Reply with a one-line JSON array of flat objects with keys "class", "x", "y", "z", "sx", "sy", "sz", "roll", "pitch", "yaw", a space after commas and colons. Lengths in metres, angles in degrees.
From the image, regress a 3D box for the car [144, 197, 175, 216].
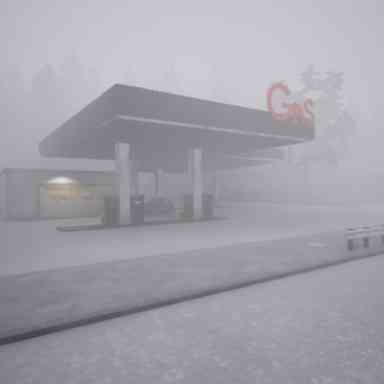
[{"class": "car", "x": -3.221, "y": 1.195, "z": 26.400, "sx": 3.633, "sy": 1.501, "sz": 1.845, "roll": -1, "pitch": 1, "yaw": -35}]
